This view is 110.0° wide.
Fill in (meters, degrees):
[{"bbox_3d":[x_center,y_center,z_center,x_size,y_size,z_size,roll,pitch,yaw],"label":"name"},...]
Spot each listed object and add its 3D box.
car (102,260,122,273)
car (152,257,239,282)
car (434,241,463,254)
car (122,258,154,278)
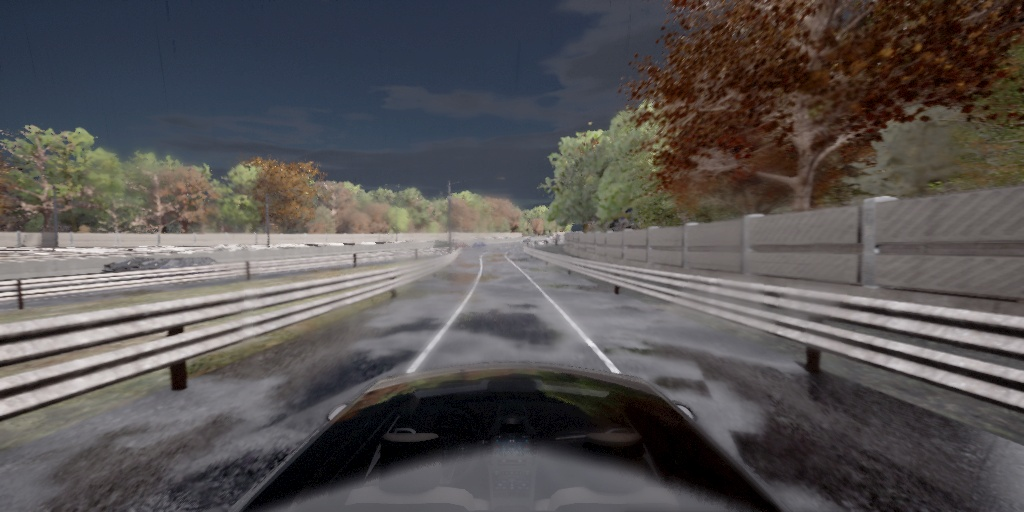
[{"bbox_3d":[-30.155,0.889,29.567,1.837,1.490,4.892,1,4,20],"label":"car"},{"bbox_3d":[-23.551,0.840,27.244,2.097,1.767,4.553,1,4,20],"label":"car"},{"bbox_3d":[-11.034,-1.500,60.442,2.150,2.045,5.566,2,4,21],"label":"car"},{"bbox_3d":[-26.851,0.942,28.415,1.837,1.490,4.892,1,4,20],"label":"car"}]
